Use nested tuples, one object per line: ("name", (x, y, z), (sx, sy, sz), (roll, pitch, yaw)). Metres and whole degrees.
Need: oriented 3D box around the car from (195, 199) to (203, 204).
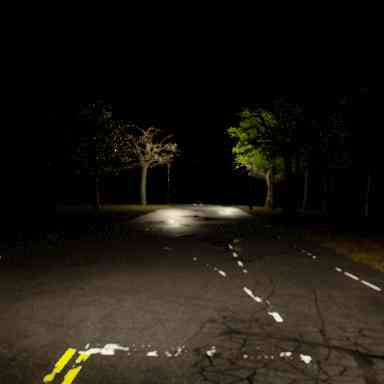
("car", (1.850, 2.745, 95.183), (1.882, 1.535, 5.008), (1, -1, 9))
